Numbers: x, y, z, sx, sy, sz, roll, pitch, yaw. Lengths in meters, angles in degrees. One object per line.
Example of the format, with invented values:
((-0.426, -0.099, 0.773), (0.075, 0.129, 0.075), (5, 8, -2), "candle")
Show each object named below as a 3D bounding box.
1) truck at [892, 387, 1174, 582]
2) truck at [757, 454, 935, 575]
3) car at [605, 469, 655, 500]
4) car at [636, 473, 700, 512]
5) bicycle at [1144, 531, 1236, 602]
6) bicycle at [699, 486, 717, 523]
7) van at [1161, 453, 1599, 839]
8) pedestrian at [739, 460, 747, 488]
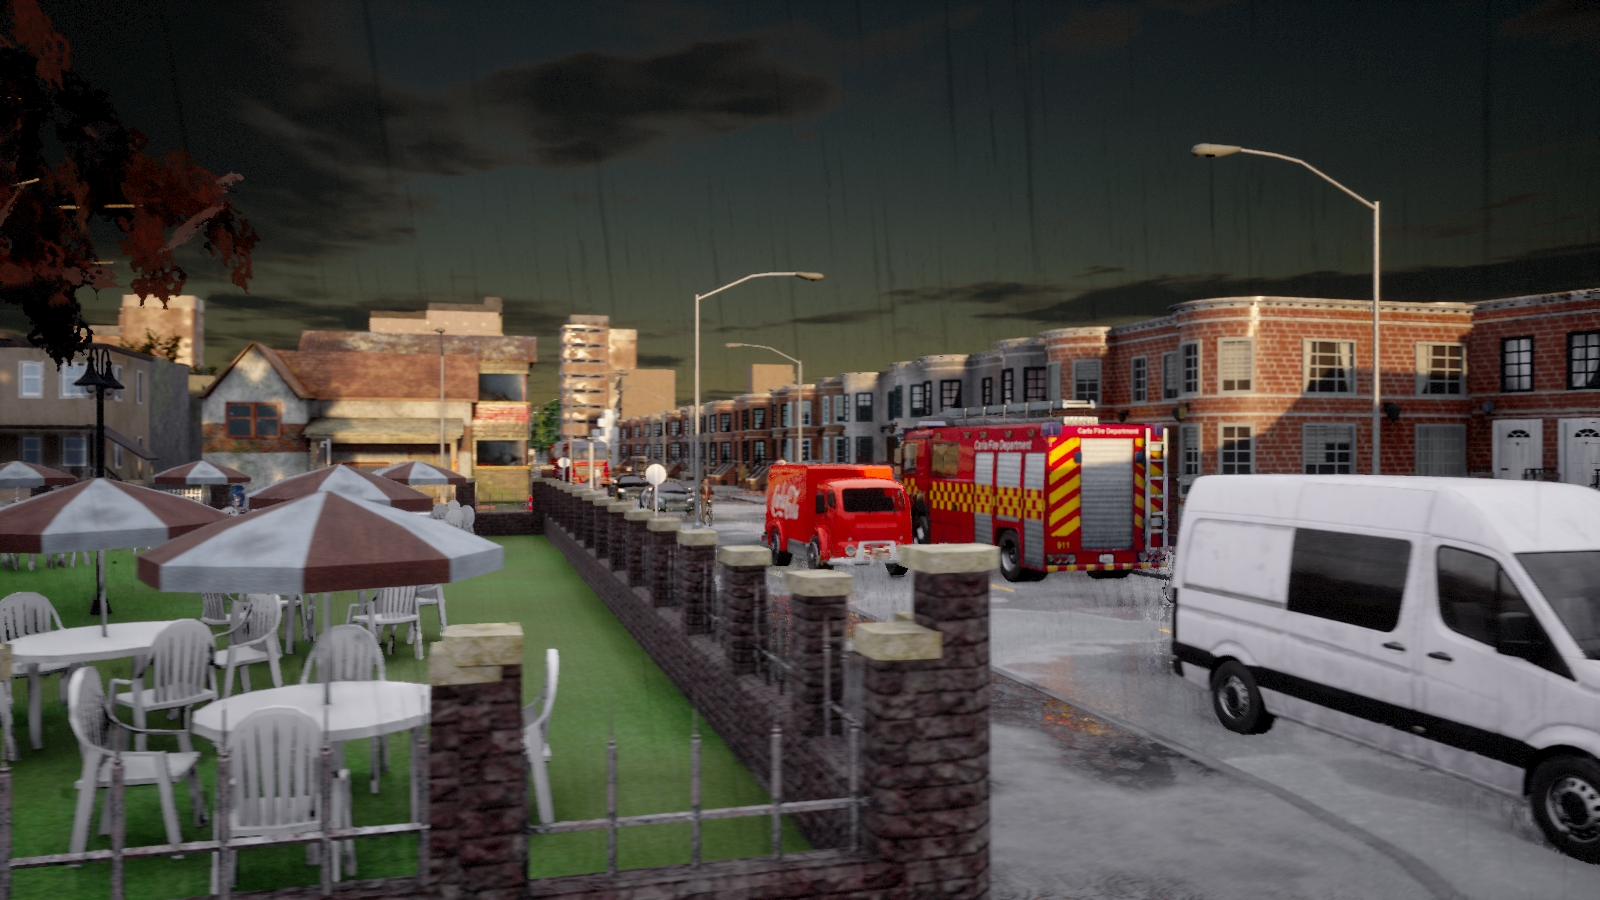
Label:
((5.050, 0.681, 26.973), (2.891, 3.827, 8.468), (0, 0, -16), "truck")
((0.907, 1.354, 26.719), (2.627, 2.467, 5.204), (0, 0, -16), "truck")
((-9.352, 1.847, 62.552), (2.038, 1.542, 4.974), (0, 0, -16), "car")
((-5.900, 1.840, 50.487), (2.038, 1.542, 4.974), (0, 0, -16), "car")
((6.887, 2.043, 20.269), (0.859, 1.080, 1.487), (0, 0, -15), "bicycle")
((-3.367, 1.959, 41.669), (0.329, 1.271, 1.835), (0, 0, -16), "bicycle")
((5.716, 1.318, 9.936), (1.988, 2.561, 5.915), (0, 0, -16), "van")
((-3.718, 1.560, 74.760), (0.375, 1.860, 0.375), (0, 0, -29), "pedestrian")
